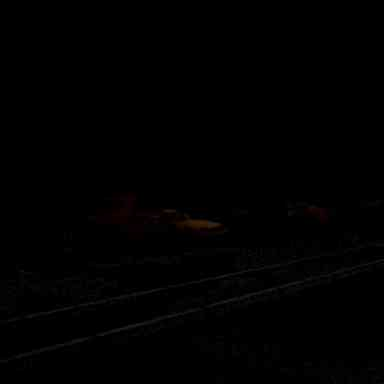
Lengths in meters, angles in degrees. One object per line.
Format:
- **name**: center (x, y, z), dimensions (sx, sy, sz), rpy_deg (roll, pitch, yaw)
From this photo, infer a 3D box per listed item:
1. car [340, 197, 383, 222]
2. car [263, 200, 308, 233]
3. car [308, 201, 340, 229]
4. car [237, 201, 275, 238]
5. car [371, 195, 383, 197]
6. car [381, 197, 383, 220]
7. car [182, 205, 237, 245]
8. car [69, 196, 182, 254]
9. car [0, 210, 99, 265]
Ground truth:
- **car**: center (10.833, 1.347, 24.158), dimensions (4.792, 1.488, 2.163), rpy_deg (-1, 0, 33)
- **car**: center (3.755, 1.264, 18.815), dimensions (4.553, 1.767, 2.185), rpy_deg (-1, 0, 34)
- **car**: center (6.125, 1.365, 20.584), dimensions (5.008, 1.535, 2.097), rpy_deg (-1, 0, 34)
- **car**: center (1.338, 1.416, 17.077), dimensions (4.892, 1.521, 2.231), rpy_deg (-1, 0, 34)
- **car**: center (15.567, 1.267, 27.744), dimensions (5.008, 1.535, 2.097), rpy_deg (-1, 0, 32)
- **car**: center (13.249, 1.321, 25.927), dimensions (4.792, 1.488, 2.163), rpy_deg (-1, -1, 33)
- **car**: center (-0.914, 1.434, 15.240), dimensions (5.366, 1.575, 1.946), rpy_deg (-1, -1, 34)
- **car**: center (-3.511, 1.214, 13.619), dimensions (5.566, 2.045, 2.435), rpy_deg (-1, 0, 34)
- **car**: center (-5.874, 1.519, 11.859), dimensions (4.792, 1.488, 2.163), rpy_deg (-1, -1, 34)
